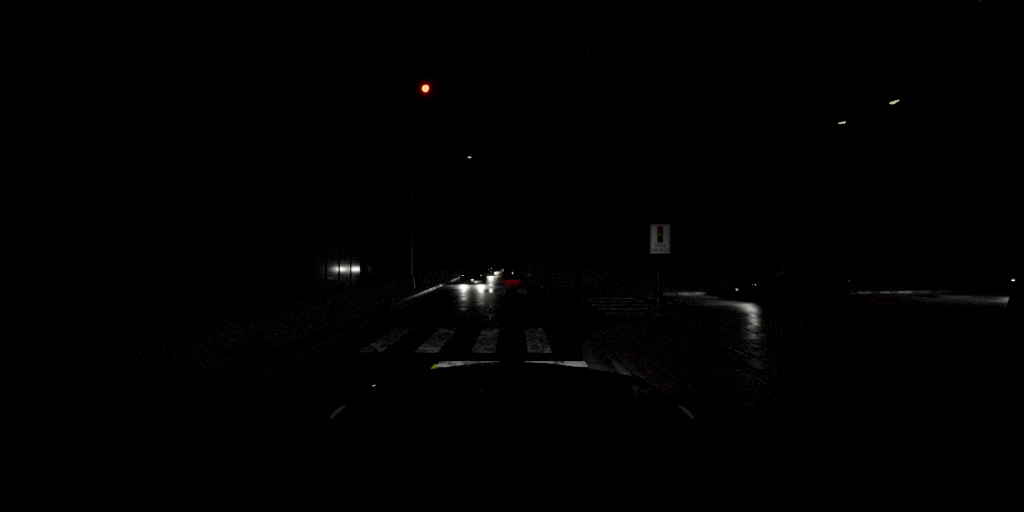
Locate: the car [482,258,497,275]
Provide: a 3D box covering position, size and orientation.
[{"bbox_3d":[-2.875,1.268,38.451,1.837,1.490,4.892,0,0,0],"label":"car"}]

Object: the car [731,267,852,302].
[{"bbox_3d":[12.333,1.197,15.938,4.674,1.442,1.812,0,0,0],"label":"car"}]

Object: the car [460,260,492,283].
[{"bbox_3d":[-2.883,1.303,28.043,2.033,1.411,5.357,0,0,-1],"label":"car"}]

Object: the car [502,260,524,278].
[{"bbox_3d":[0.057,1.264,34.478,1.837,1.490,4.892,0,0,0],"label":"car"}]

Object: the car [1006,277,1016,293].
[{"bbox_3d":[25.469,1.202,15.977,4.718,1.301,1.895,0,0,0],"label":"car"}]

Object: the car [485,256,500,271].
[{"bbox_3d":[-2.873,0.996,48.973,2.150,2.045,5.566,0,0,0],"label":"car"}]
